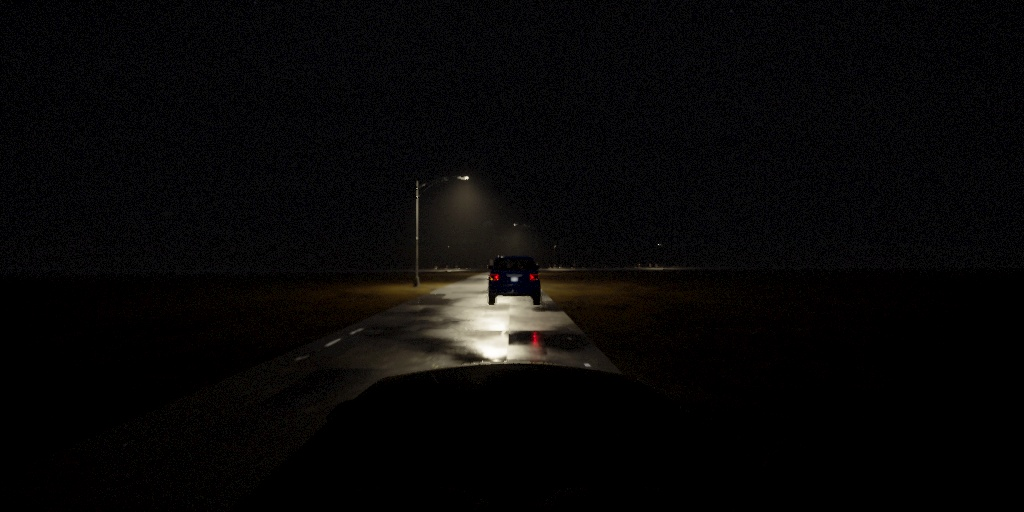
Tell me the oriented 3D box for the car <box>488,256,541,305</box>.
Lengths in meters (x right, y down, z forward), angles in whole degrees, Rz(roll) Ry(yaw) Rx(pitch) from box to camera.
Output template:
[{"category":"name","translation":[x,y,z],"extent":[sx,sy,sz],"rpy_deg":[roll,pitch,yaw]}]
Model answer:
[{"category":"car","translation":[0.094,1.012,16.484],"extent":[2.150,2.045,5.566],"rpy_deg":[0,0,0]}]
